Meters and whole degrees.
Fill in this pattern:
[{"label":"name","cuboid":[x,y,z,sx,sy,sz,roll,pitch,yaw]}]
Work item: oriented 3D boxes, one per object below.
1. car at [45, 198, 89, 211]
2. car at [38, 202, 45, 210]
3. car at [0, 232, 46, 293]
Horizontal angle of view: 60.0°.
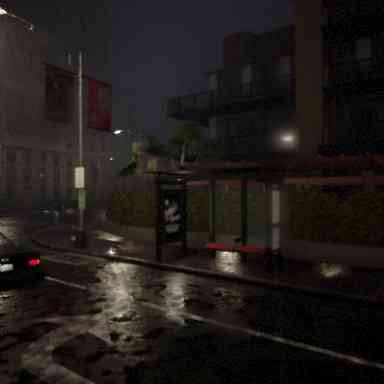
[{"label":"car","cuboid":[-15.364,1.558,41.757,1.837,1.490,4.892,0,0,36]},{"label":"car","cuboid":[-17.862,1.536,44.299,1.882,1.535,5.008,0,0,35]},{"label":"car","cuboid":[-5.709,1.561,8.120,5.357,1.411,2.033,0,0,37]}]
